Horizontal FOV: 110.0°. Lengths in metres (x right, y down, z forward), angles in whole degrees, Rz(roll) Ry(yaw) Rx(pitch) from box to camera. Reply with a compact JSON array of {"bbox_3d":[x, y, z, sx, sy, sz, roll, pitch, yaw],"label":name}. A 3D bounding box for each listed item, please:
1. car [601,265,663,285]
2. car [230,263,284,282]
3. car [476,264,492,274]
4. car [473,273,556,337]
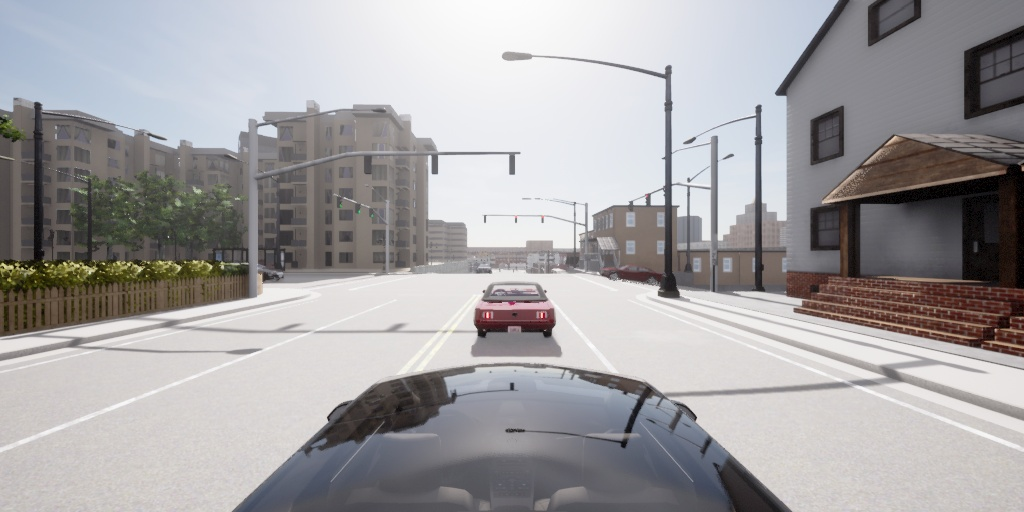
[{"bbox_3d":[10.085,1.470,30.276,5.008,1.535,1.882,7,0,2],"label":"car"},{"bbox_3d":[-19.810,1.241,26.931,4.902,1.511,2.128,0,0,1],"label":"car"},{"bbox_3d":[-3.587,1.774,46.901,1.812,1.442,4.674,0,-4,0],"label":"car"},{"bbox_3d":[0.076,1.351,10.218,1.895,1.301,4.718,0,0,0],"label":"car"}]
